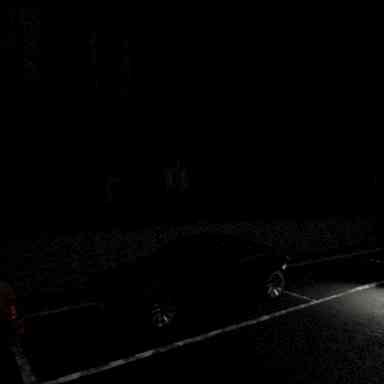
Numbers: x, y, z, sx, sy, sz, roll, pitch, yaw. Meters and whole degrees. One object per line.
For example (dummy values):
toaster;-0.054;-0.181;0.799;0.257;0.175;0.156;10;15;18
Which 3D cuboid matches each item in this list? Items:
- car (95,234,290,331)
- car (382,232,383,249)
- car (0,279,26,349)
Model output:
car;0.230;1.600;6.924;4.313;1.339;1.947;1;0;-35
car;9.417;1.675;13.466;4.507;1.381;1.887;1;0;-35
car;-4.503;1.511;3.553;4.829;1.417;1.752;1;0;-35
